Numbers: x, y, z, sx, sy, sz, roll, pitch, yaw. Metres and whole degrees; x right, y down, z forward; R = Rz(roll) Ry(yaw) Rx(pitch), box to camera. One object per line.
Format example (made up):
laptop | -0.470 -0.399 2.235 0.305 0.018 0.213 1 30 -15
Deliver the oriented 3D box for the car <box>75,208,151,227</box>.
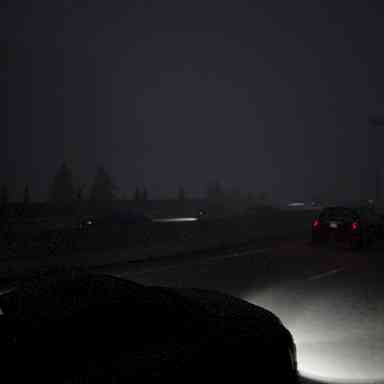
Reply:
car | -4.338 1.602 18.728 4.181 1.385 1.994 0 0 -41

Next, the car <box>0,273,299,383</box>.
car | -0.847 1.571 3.319 4.181 1.385 1.994 0 0 -36

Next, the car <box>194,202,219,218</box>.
car | 2.055 1.616 29.995 1.994 1.385 4.181 0 0 41

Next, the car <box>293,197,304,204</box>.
car | 21.130 1.644 66.223 1.994 1.385 4.181 0 0 16

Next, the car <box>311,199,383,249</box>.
car | 7.225 1.372 14.865 4.553 1.767 2.097 0 0 -44

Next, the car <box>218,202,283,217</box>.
car | 4.214 1.513 22.008 1.882 1.535 5.008 0 0 44

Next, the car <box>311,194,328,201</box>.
car | 20.227 1.297 52.628 2.150 2.045 5.566 0 0 23

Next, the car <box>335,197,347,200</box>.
car | 25.800 1.556 57.379 1.882 1.535 5.008 0 0 19
